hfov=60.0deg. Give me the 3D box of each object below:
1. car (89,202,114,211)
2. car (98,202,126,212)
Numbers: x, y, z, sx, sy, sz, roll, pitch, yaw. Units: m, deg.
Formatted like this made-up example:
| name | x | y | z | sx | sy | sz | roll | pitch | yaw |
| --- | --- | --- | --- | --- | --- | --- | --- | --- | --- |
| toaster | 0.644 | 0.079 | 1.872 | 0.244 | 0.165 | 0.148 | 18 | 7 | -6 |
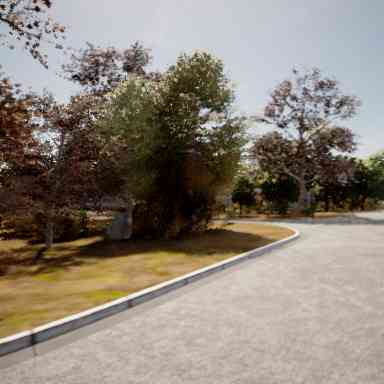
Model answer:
| name | x | y | z | sx | sy | sz | roll | pitch | yaw |
| --- | --- | --- | --- | --- | --- | --- | --- | --- | --- |
| car | -15.450 | 2.337 | 54.175 | 4.553 | 1.767 | 2.185 | 0 | 0 | 33 |
| car | -13.751 | 2.516 | 56.852 | 4.674 | 1.452 | 2.002 | 0 | 0 | 33 |
